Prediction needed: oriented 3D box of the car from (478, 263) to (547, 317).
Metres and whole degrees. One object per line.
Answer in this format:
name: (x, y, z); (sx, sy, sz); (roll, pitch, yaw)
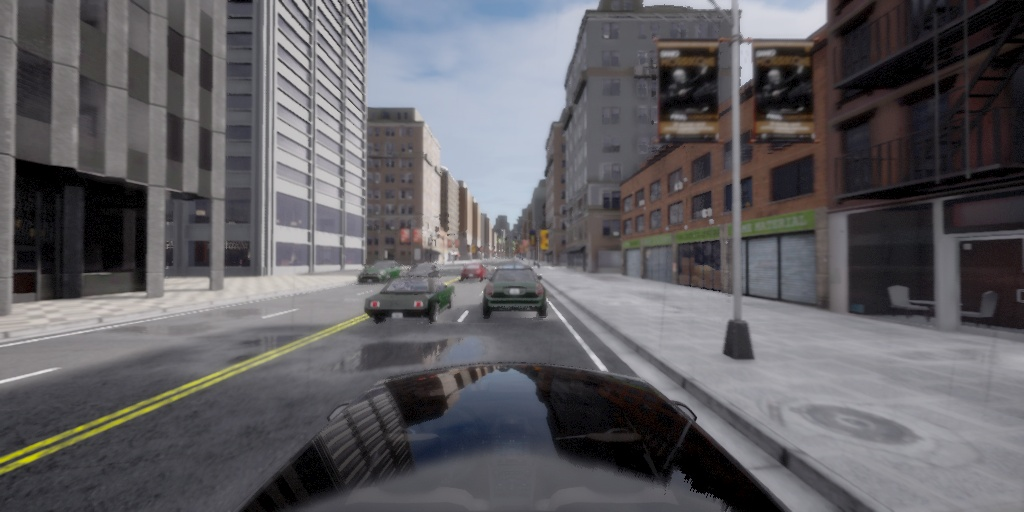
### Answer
car: (0.086, 1.124, 13.376); (2.097, 1.767, 4.553); (0, 0, 0)

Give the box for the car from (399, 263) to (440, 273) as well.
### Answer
car: (-6.598, 1.296, 26.799); (1.837, 1.490, 4.892); (0, 0, 0)

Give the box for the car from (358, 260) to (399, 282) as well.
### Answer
car: (-9.848, 1.144, 27.128); (2.097, 1.767, 4.553); (0, 0, 0)

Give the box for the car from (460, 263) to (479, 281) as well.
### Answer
car: (-3.159, 1.321, 29.977); (1.812, 1.442, 4.674); (0, 0, 0)

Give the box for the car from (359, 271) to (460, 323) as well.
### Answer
car: (-3.170, 1.370, 12.188); (1.895, 1.301, 4.718); (0, 0, 0)
